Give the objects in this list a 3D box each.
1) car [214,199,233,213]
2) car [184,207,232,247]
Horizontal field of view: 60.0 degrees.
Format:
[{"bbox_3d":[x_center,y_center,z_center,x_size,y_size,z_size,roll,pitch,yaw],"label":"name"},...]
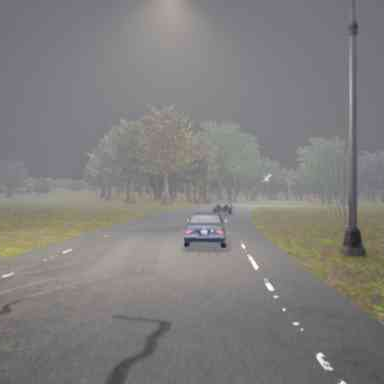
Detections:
[{"bbox_3d":[3.830,1.668,39.944,2.097,1.767,4.553,0,-1,10],"label":"car"},{"bbox_3d":[0.680,1.664,15.818,2.033,1.411,5.357,0,0,4],"label":"car"}]
